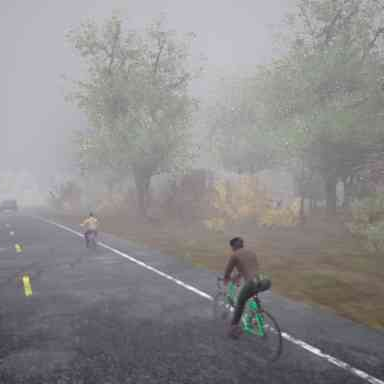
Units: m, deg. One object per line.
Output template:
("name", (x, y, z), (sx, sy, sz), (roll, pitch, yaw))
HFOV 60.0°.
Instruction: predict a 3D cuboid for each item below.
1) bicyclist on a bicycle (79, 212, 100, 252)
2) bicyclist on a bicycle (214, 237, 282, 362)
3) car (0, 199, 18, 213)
("bicyclist on a bicycle", (-4.299, 1.666, 14.098), (0.866, 1.612, 1.509), (0, -1, -29))
("bicyclist on a bicycle", (0.767, 1.523, 5.016), (0.582, 1.620, 1.656), (0, -1, -28))
("car", (-27.716, 2.033, 50.209), (2.150, 2.045, 5.566), (0, -1, -34))
